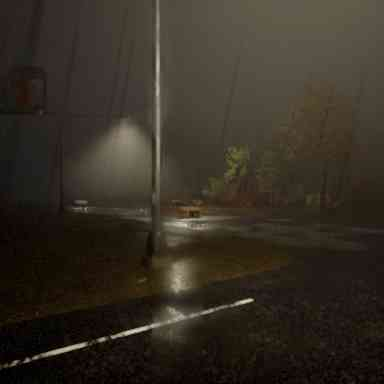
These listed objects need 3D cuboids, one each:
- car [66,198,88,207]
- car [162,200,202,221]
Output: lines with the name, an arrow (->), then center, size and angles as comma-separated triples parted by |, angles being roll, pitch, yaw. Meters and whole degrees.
car -> -16.973, 1.478, 49.103 | 1.895, 1.301, 4.718 | 0, 0, -36
car -> -1.190, 1.423, 27.202 | 1.882, 1.535, 5.008 | 0, 0, -36
